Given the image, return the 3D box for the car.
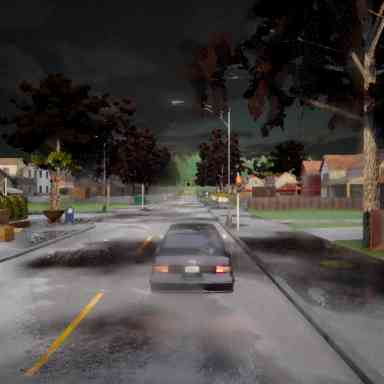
[{"bbox_3d":[0.017,1.547,8.962,2.033,1.411,5.357,0,0,0],"label":"car"}]
